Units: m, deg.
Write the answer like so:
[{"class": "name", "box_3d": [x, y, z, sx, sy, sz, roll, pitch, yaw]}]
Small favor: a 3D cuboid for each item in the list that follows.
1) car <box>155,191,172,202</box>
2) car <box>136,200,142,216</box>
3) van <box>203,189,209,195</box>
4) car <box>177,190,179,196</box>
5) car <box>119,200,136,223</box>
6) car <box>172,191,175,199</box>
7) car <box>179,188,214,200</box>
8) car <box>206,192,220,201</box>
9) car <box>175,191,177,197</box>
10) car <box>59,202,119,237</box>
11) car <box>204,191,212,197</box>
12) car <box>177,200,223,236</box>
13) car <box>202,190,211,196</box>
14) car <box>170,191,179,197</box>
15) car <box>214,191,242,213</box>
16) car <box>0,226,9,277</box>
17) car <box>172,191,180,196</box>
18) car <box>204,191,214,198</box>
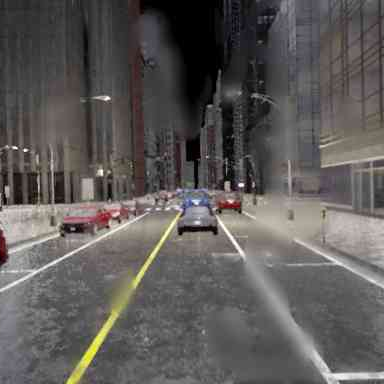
[{"class": "car", "box_3d": [-5.059, 0.702, 55.779, 2.192, 1.841, 5.009, -2, 1, 1]}, {"class": "car", "box_3d": [-5.378, 1.329, 28.933, 1.802, 1.307, 4.206, -1, 1, 1]}, {"class": "van", "box_3d": [3.943, 0.002, 95.140, 1.690, 1.788, 3.998, -2, 1, 1]}, {"class": "car", "box_3d": [-4.778, 0.658, 78.325, 1.947, 1.339, 4.313, -2, 1, 1]}, {"class": "car", "box_3d": [-5.446, 1.405, 23.316, 1.802, 1.307, 4.206, -1, 1, 1]}, {"class": "car", "box_3d": [-4.918, 0.766, 66.883, 1.752, 1.417, 4.829, -2, 1, 1]}, {"class": "car", "box_3d": [0.355, 0.847, 27.008, 2.150, 2.045, 5.566, -1, 1, 1]}, {"class": "car", "box_3d": [3.469, 0.721, 55.696, 2.008, 1.369, 4.403, -2, 1, 1]}, {"class": "car", "box_3d": [-4.847, 0.710, 72.689, 1.887, 1.381, 4.507, -2, 1, 1]}, {"class": "car", "box_3d": [-5.515, 1.445, 17.698, 1.887, 1.381, 4.507, -1, 1, 1]}, {"class": "car", "box_3d": [3.743, 0.420, 78.236, 1.887, 1.381, 4.507, -2, 1, 1]}, {"class": "car", "box_3d": [0.303, 1.325, 17.057, 1.994, 1.385, 4.181, -1, 1, 2]}, {"class": "car", "box_3d": [3.880, 0.282, 89.507, 2.008, 1.369, 4.403, -2, 1, 1]}, {"class": "car", "box_3d": [-4.641, 0.514, 89.596, 1.947, 1.339, 4.313, -2, 1, 1]}, {"class": "car", "box_3d": [3.137, 0.846, 28.843, 2.192, 1.841, 5.009, -1, 1, 1]}, {"class": "car", "box_3d": [-5.658, 1.370, 6.460, 2.192, 1.841, 5.009, -1, 1, 1]}, {"class": "car", "box_3d": [-4.572, 0.459, 95.233, 1.802, 1.307, 4.206, -2, 1, 1]}, {"class": "car", "box_3d": [3.675, 0.493, 72.601, 1.887, 1.381, 4.507, -2, 1, 1]}]
